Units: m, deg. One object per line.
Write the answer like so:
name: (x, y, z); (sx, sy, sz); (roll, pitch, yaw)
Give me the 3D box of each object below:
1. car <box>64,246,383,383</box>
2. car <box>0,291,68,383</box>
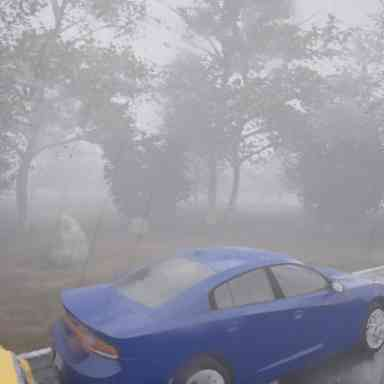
car: (0.775, 1.513, 4.611); (5.008, 1.535, 2.097); (1, -1, -33)
car: (-3.599, 1.455, 1.481); (5.366, 1.575, 1.946); (1, -1, -33)
